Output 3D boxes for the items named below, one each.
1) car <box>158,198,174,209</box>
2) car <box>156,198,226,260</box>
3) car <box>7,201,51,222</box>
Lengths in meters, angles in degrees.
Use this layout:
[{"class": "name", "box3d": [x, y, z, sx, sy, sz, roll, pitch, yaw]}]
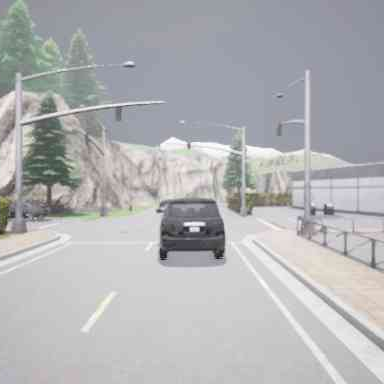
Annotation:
[{"class": "car", "box3d": [-3.595, 1.589, 47.104, 1.895, 1.301, 4.718, 0, 0, 1]}, {"class": "car", "box3d": [-0.171, 1.218, 12.644, 2.150, 2.045, 5.566, 0, 0, -5]}, {"class": "car", "box3d": [-13.597, 1.485, 25.880, 4.902, 1.511, 2.128, 0, 0, 1]}]
